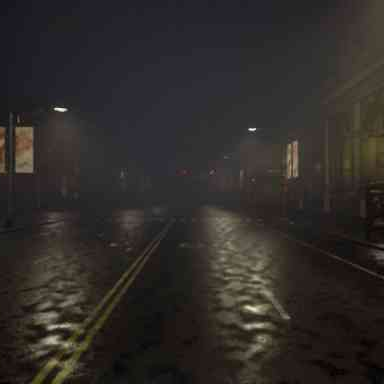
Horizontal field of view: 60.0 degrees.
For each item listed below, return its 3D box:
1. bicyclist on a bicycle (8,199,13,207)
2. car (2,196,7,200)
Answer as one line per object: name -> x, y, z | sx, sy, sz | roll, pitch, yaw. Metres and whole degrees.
bicyclist on a bicycle -> -34.242, 1.996, 62.703 | 0.582, 1.620, 1.656 | 0, 0, 0
car -> -46.046, 2.187, 78.222 | 4.674, 1.452, 2.002 | 0, -1, 0
